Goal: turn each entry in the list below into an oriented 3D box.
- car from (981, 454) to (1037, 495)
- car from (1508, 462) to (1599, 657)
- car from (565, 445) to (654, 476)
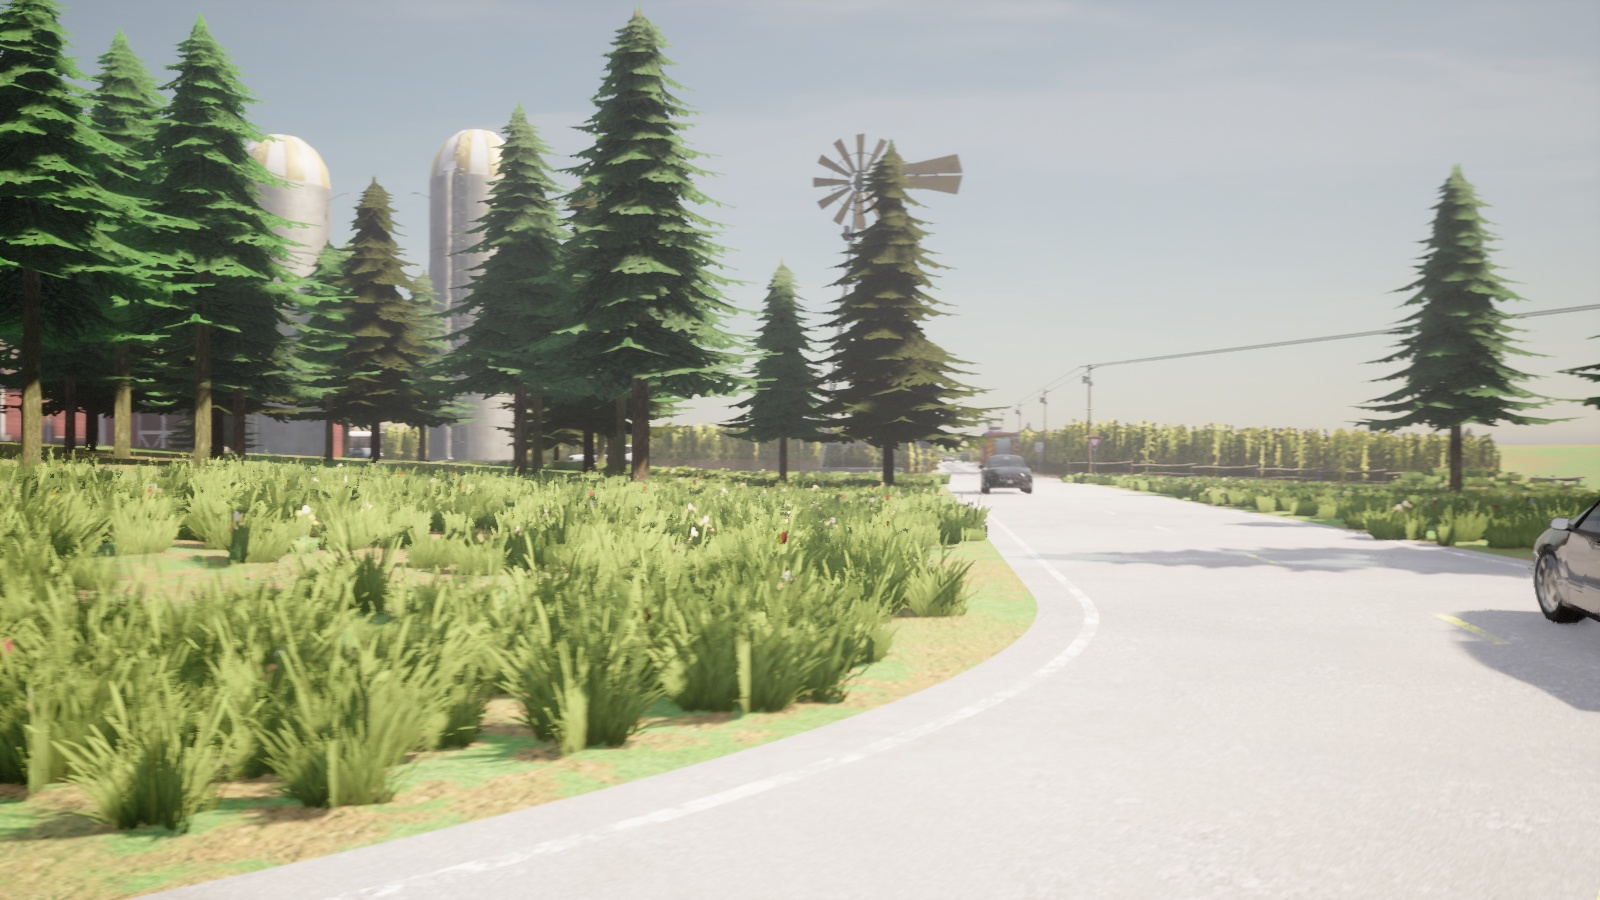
[{"bbox_3d":[8.163,0.926,49.406,1.837,1.490,4.892,0,0,6],"label":"car"},{"bbox_3d":[7.007,0.808,9.396,2.033,1.411,5.357,0,0,19],"label":"car"},{"bbox_3d":[-12.728,0.712,84.104,5.566,2.045,2.150,0,0,6],"label":"car"}]
